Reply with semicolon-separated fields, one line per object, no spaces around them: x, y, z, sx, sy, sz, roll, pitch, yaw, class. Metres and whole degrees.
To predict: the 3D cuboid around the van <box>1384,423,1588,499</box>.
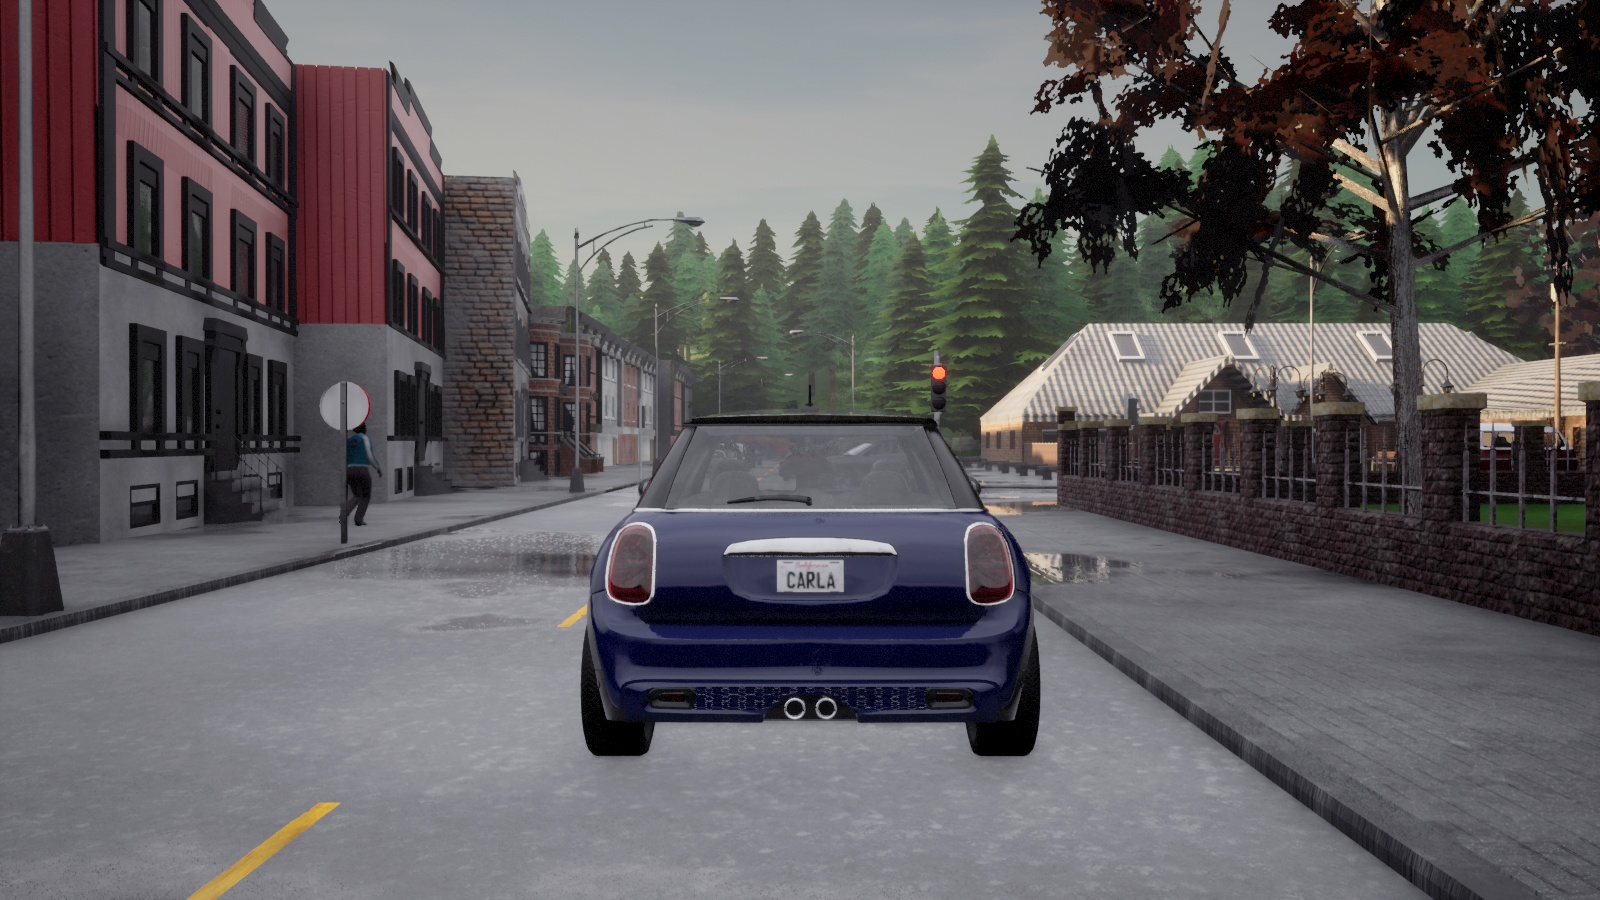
18.721;0.291;34.419;4.480;2.038;2.069;0;0;-1;van

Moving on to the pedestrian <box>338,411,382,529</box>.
-7.301;0.325;20.847;0.396;1.930;0.692;0;0;12;pedestrian

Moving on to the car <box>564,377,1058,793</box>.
0.057;0.562;7.614;2.097;1.767;4.553;0;0;0;car
